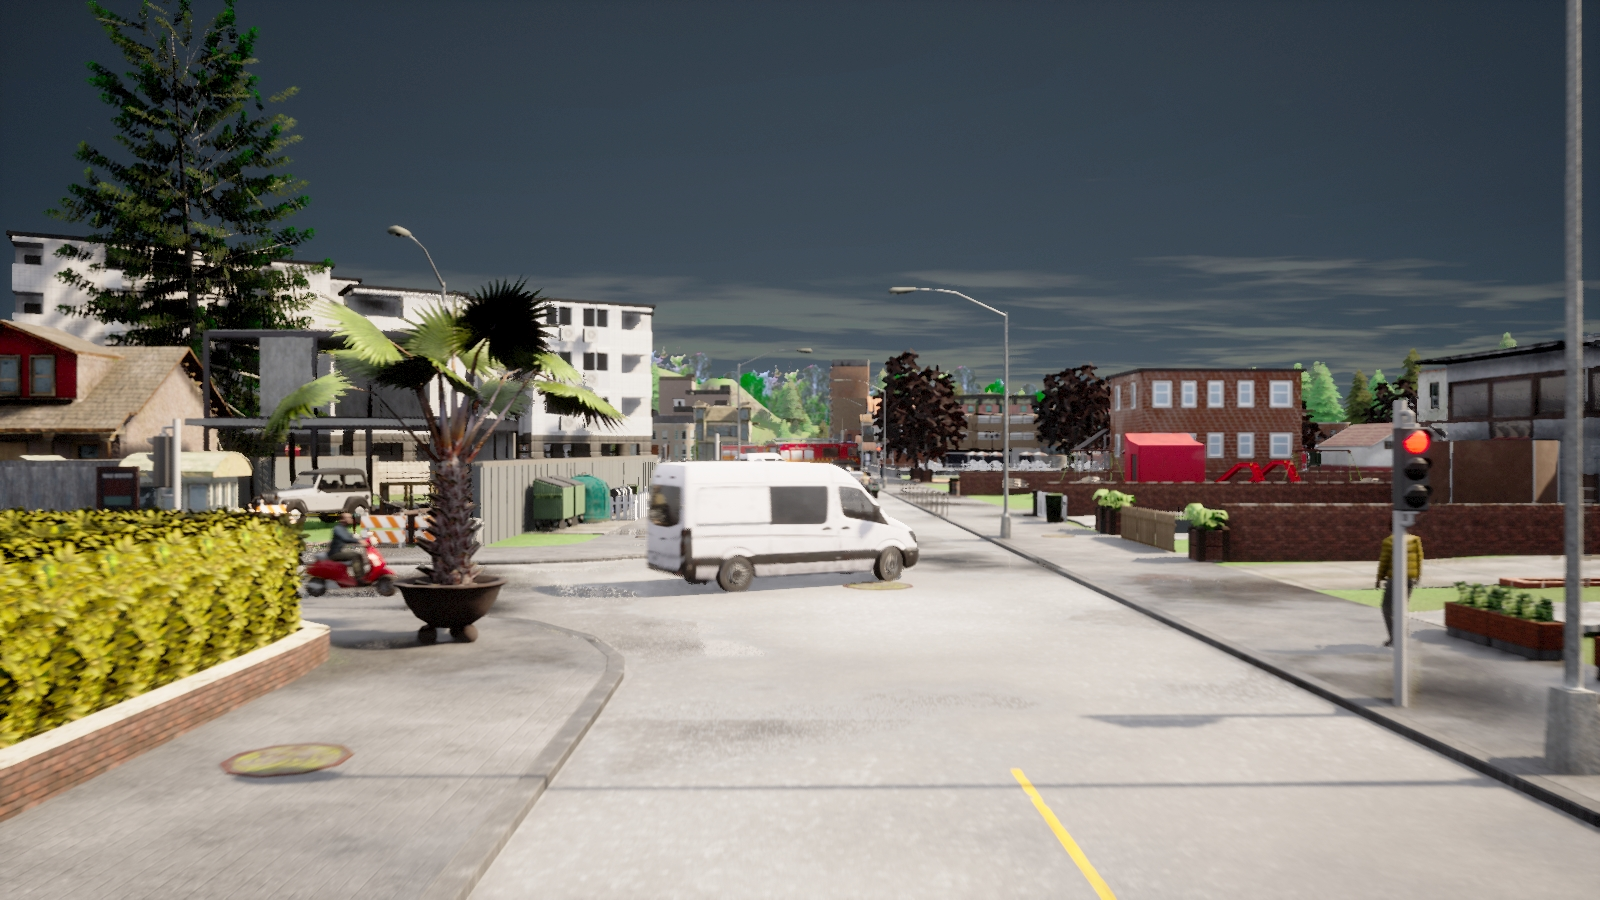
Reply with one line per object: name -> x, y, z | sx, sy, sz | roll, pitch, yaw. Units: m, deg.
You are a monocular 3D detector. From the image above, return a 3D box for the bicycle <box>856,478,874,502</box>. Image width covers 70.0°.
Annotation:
bicycle -> 3.521, 2.158, 62.247 | 0.859, 1.276, 1.487 | 0, 0, -1

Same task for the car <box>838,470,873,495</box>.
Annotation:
car -> 3.523, 2.081, 73.606 | 2.002, 1.442, 4.674 | 0, 0, 0

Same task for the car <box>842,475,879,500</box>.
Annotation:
car -> 3.528, 2.155, 67.063 | 1.895, 1.301, 4.718 | 0, 0, 0

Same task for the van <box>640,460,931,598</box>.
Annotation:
van -> -0.226, 1.531, 24.133 | 5.915, 2.561, 1.988 | 0, 1, -30

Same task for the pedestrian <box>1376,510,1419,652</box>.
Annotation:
pedestrian -> 8.027, 1.744, 15.346 | 0.375, 1.860, 0.375 | 0, 0, -2
